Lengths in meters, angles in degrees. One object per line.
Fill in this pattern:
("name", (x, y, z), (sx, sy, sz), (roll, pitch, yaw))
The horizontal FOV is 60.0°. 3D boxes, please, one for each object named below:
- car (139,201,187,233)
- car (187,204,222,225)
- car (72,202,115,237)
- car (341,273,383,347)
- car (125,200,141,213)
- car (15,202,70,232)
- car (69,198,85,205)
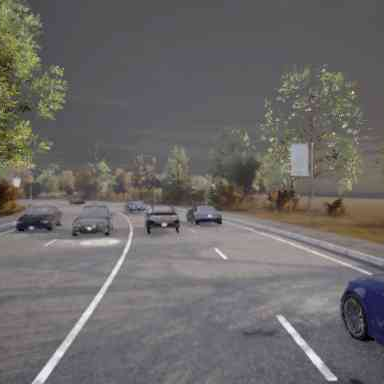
("car", (-1.884, 1.515, 19.967), (2.128, 1.511, 4.902), (0, 0, -10))
("car", (0.803, 1.586, 24.389), (1.994, 1.385, 4.181), (0, 0, -12))
("car", (-5.371, 1.536, 18.450), (1.837, 1.490, 4.892), (0, 0, -10))
("car", (3.393, 1.517, 3.529), (1.812, 1.442, 4.674), (0, 0, -2))
("car", (-6.460, 1.600, 37.754), (2.033, 1.411, 5.357), (0, 0, -19))
("car", (-9.313, 1.591, 20.843), (2.033, 1.411, 5.357), (0, 0, -11))
("car", (-20.392, 1.763, 59.072), (1.895, 1.301, 4.718), (0, 0, -31))
